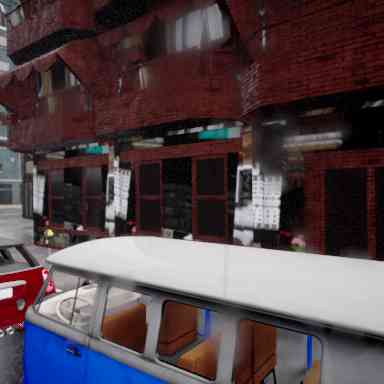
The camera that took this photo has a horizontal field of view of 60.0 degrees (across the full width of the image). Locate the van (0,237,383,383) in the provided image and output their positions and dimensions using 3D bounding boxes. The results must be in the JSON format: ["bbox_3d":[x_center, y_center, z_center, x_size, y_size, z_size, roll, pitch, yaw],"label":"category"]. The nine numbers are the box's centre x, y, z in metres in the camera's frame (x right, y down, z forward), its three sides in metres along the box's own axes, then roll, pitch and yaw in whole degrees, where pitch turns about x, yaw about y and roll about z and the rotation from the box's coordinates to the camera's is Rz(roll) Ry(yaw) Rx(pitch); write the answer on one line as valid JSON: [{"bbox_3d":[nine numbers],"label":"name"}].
[{"bbox_3d":[0.315,1.341,2.509,3.998,1.788,1.690,0,-1,35],"label":"van"}]
